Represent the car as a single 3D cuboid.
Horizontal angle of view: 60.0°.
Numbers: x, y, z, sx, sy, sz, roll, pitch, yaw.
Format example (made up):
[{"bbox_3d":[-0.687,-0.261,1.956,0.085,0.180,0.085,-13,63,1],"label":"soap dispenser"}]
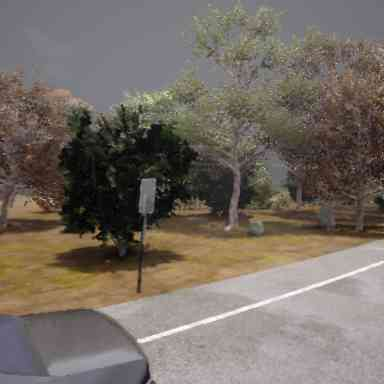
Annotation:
[{"bbox_3d":[-2.756,1.559,1.768,5.357,1.411,2.033,0,0,-35],"label":"car"}]
